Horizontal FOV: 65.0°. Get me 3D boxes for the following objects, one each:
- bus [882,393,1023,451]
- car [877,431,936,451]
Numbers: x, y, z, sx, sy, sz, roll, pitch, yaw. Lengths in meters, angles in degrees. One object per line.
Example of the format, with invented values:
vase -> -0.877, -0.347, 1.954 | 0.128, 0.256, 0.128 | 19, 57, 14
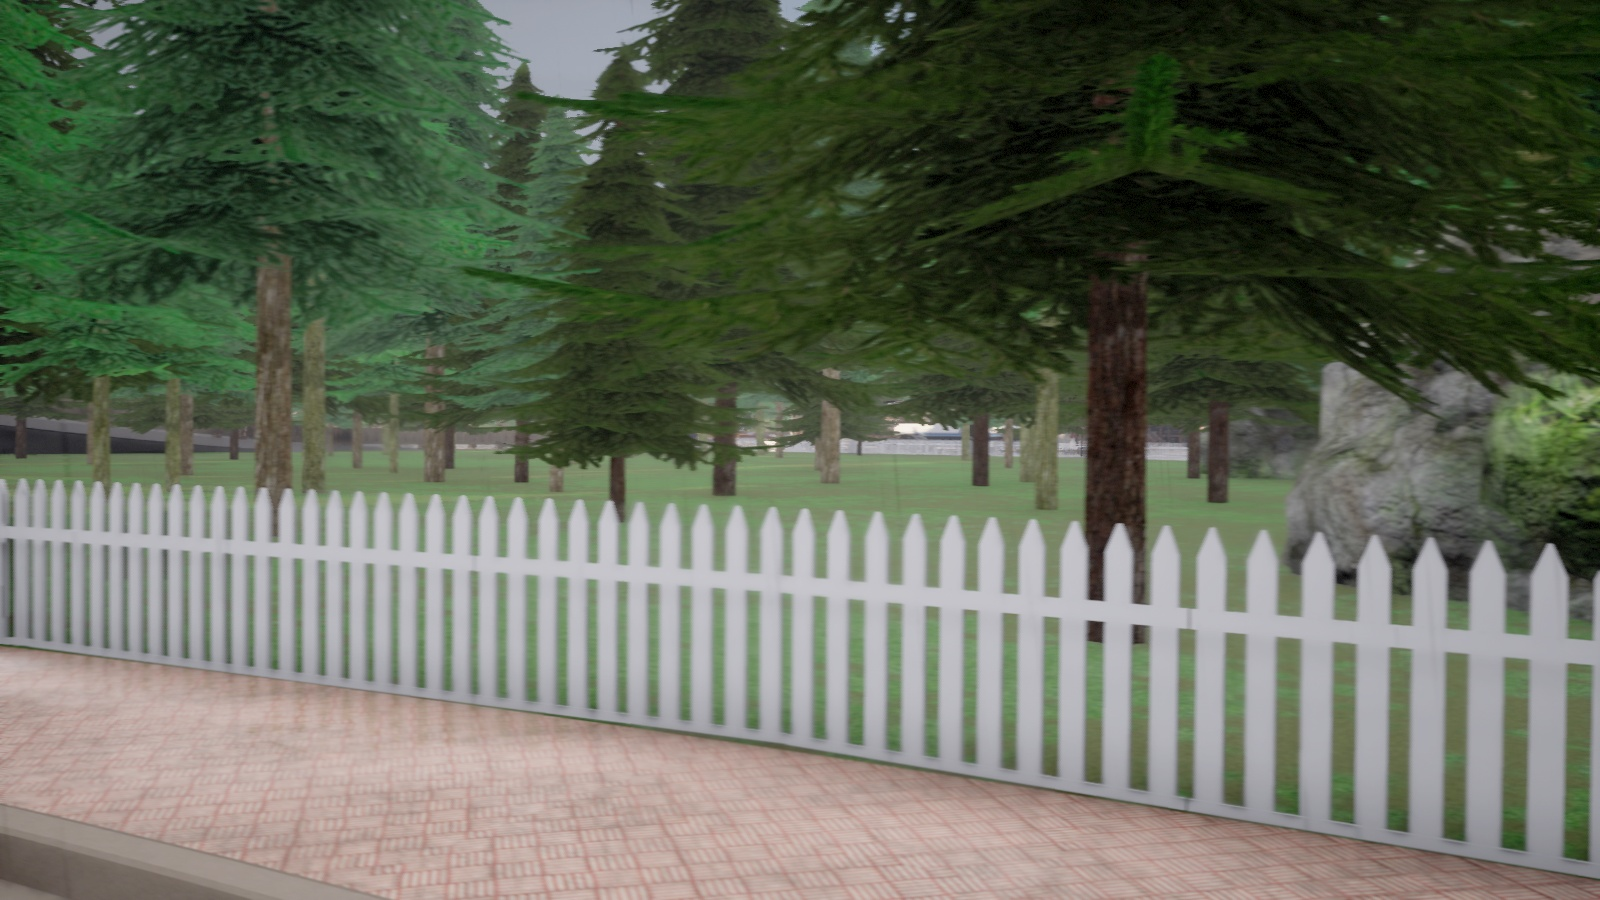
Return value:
bus -> 11.676, -2.097, 97.020 | 10.273, 4.253, 3.944 | 0, 1, 40
car -> 8.109, -0.650, 95.484 | 4.193, 1.474, 1.816 | 0, 1, 40
